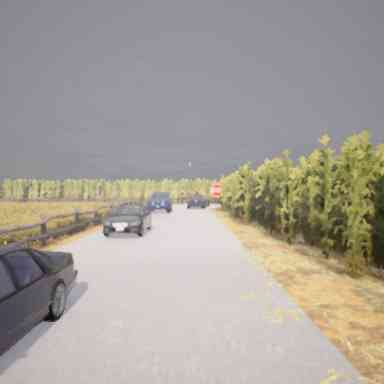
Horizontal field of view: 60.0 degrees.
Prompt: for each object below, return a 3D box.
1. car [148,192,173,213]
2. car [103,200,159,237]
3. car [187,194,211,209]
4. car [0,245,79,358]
[{"bbox_3d":[-3.117,0.988,33.195,2.150,2.045,5.566,0,0,0],"label":"car"},{"bbox_3d":[-3.197,1.368,17.202,2.128,1.511,4.902,0,0,0],"label":"car"},{"bbox_3d":[0.892,1.059,40.634,2.097,1.767,4.553,0,0,12],"label":"car"},{"bbox_3d":[-3.199,1.515,4.449,2.033,1.411,5.357,0,0,0],"label":"car"}]
